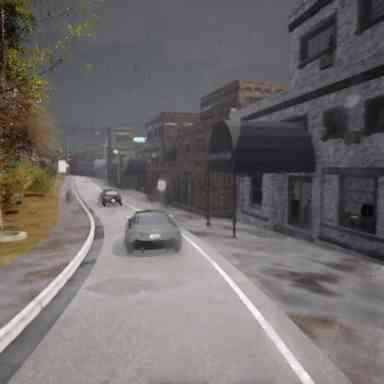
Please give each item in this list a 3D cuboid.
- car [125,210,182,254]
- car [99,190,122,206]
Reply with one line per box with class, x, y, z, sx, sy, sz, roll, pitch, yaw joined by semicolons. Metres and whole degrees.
car;-1.621;1.400;13.046;1.994;1.385;4.181;-1;2;-11
car;-8.123;0.497;32.934;1.812;1.442;4.674;-2;4;-21
